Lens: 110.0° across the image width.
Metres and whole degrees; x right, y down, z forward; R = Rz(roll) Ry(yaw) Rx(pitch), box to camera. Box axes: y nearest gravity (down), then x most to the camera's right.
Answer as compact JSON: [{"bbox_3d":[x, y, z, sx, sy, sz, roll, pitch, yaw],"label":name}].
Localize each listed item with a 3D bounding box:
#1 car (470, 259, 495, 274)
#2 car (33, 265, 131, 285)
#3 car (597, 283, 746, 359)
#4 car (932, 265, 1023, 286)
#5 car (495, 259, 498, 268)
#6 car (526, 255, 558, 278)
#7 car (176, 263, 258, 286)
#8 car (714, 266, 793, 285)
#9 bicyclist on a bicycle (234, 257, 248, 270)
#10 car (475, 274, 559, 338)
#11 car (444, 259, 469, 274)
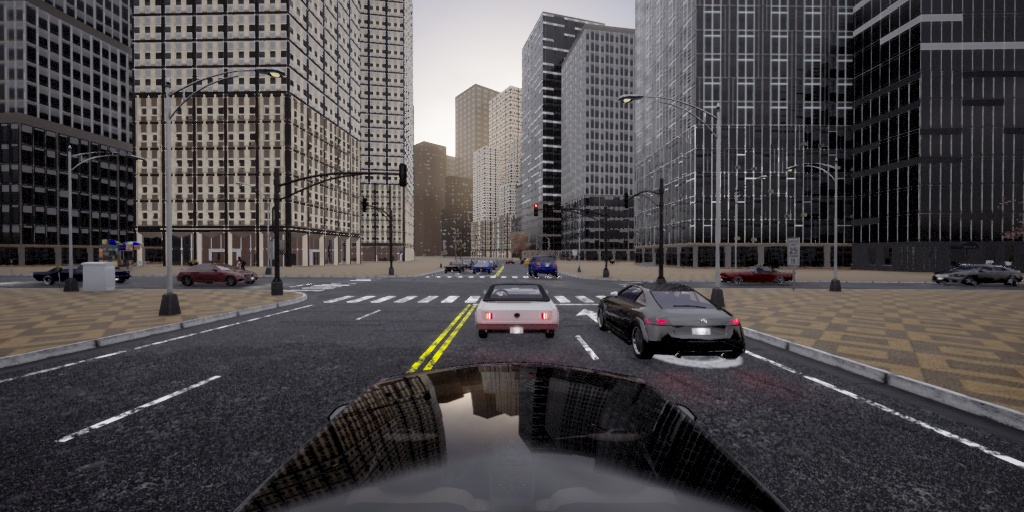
[{"bbox_3d":[-3.298,1.199,40.730,1.882,1.535,5.008,0,0,0],"label":"car"},{"bbox_3d":[-28.566,1.227,23.965,4.718,1.301,1.895,0,0,1],"label":"car"},{"bbox_3d":[3.363,1.312,8.403,1.994,1.385,4.181,0,0,0],"label":"car"},{"bbox_3d":[33.476,1.377,25.877,4.902,1.511,2.128,0,0,1],"label":"car"},{"bbox_3d":[-3.285,1.230,50.074,1.812,1.442,4.674,0,0,0],"label":"car"},{"bbox_3d":[2.968,0.951,34.442,2.150,2.045,5.566,-1,0,-4],"label":"car"},{"bbox_3d":[-19.457,1.194,23.724,4.674,1.442,1.812,0,0,1],"label":"car"},{"bbox_3d":[17.561,1.414,26.240,4.718,1.301,1.895,0,0,1],"label":"car"},{"bbox_3d":[-24.667,0.872,32.595,0.582,1.620,1.656,0,1,1],"label":"bicyclist on a bicycle"},{"bbox_3d":[0.110,1.348,10.120,1.895,1.301,4.718,0,0,0],"label":"car"},{"bbox_3d":[-6.549,1.321,41.403,1.895,1.301,4.718,0,0,0],"label":"car"}]
